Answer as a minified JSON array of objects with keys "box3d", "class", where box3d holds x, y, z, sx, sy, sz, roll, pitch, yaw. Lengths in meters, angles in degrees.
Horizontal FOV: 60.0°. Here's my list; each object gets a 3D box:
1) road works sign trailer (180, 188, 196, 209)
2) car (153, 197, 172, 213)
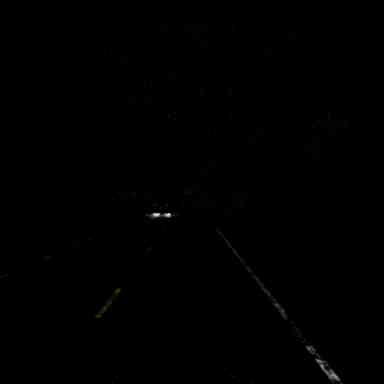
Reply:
[{"box3d":[-0.539,1.123,58.398,2.380,3.560,2.880,0,-1,-1],"class":"road works sign trailer"},{"box3d":[-3.910,1.731,45.059,2.150,2.045,5.566,0,-1,-1],"class":"car"}]
